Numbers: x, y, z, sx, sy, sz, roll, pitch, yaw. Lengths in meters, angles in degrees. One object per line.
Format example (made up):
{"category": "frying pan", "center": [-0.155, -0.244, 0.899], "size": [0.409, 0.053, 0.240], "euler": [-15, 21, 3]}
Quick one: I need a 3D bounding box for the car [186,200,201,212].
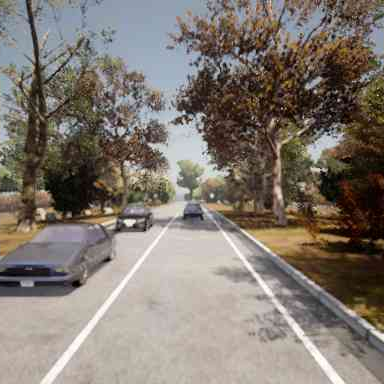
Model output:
{"category": "car", "center": [0.197, 1.875, 45.032], "size": [1.882, 1.535, 5.008], "euler": [0, -1, 1]}

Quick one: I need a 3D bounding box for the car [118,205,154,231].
{"category": "car", "center": [-3.519, 1.596, 21.189], "size": [2.128, 1.511, 4.902], "euler": [0, 0, 0]}

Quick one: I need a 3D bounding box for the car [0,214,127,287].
{"category": "car", "center": [-3.573, 1.613, 9.861], "size": [2.033, 1.411, 5.357], "euler": [0, 0, 0]}

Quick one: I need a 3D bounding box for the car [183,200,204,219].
{"category": "car", "center": [0.114, 1.729, 30.813], "size": [2.033, 1.411, 5.357], "euler": [0, -1, 0]}
